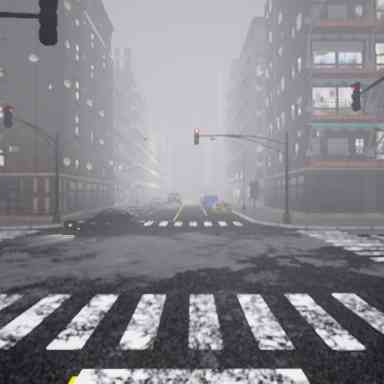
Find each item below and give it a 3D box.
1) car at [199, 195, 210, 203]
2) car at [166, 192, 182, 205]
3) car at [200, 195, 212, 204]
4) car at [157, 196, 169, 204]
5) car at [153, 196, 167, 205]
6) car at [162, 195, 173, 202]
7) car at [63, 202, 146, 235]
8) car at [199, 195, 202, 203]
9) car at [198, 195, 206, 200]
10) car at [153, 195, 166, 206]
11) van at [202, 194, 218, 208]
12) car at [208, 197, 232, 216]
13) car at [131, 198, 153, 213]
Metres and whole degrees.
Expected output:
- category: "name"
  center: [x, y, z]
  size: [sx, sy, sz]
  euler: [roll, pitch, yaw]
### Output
- category: "car"
  center: [2.549, 1.388, 67.093]
  size: [2.008, 1.369, 4.403]
  euler: [1, 0, 0]
- category: "car"
  center: [-2.770, 1.016, 54.033]
  size: [2.150, 2.045, 5.566]
  euler: [0, 0, 0]
- category: "car"
  center: [2.552, 1.287, 61.436]
  size: [1.967, 1.590, 4.097]
  euler: [1, 0, 0]
- category: "car"
  center: [-5.329, 1.429, 61.379]
  size: [1.802, 1.307, 4.206]
  euler: [1, 0, 0]
- category: "car"
  center: [-5.327, 1.384, 55.551]
  size: [1.752, 1.417, 4.829]
  euler: [1, 0, 0]
- category: "car"
  center: [-5.333, 1.378, 72.694]
  size: [2.008, 1.369, 4.403]
  euler: [1, 0, 0]
- category: "car"
  center: [-5.000, 1.514, 18.725]
  size: [1.994, 1.385, 4.181]
  euler: [1, 1, 40]
- category: "car"
  center: [2.558, 1.185, 50.124]
  size: [2.192, 1.841, 5.009]
  euler: [1, 0, 0]
- category: "car"
  center: [2.543, 1.356, 84.061]
  size: [1.887, 1.381, 4.507]
  euler: [1, 0, 0]
- category: "car"
  center: [-5.325, 1.452, 50.063]
  size: [1.802, 1.307, 4.206]
  euler: [1, 0, 0]
- category: "van"
  center: [2.592, 1.223, 44.470]
  size: [1.690, 1.788, 3.998]
  euler: [1, 0, 0]
- category: "car"
  center: [2.693, 1.438, 30.637]
  size: [1.752, 1.417, 4.829]
  euler: [1, 0, 0]
- category: "car"
  center: [-5.448, 1.458, 33.090]
  size: [2.008, 1.369, 4.403]
  euler: [1, 0, 0]
